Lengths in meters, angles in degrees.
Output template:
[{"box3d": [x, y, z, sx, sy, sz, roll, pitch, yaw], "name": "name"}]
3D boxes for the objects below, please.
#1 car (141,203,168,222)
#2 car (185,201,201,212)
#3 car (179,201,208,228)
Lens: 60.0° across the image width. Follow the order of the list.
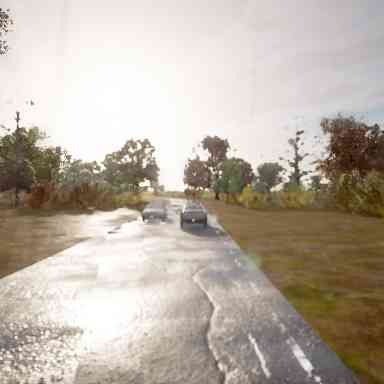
[{"box3d": [-3.094, 1.666, 28.134, 1.812, 1.442, 4.674, 0, 0, 0], "name": "car"}, {"box3d": [0.103, 1.806, 42.139, 1.895, 1.301, 4.718, 0, 0, 0], "name": "car"}, {"box3d": [0.102, 1.610, 23.582, 2.128, 1.511, 4.902, 0, 0, 0], "name": "car"}]
